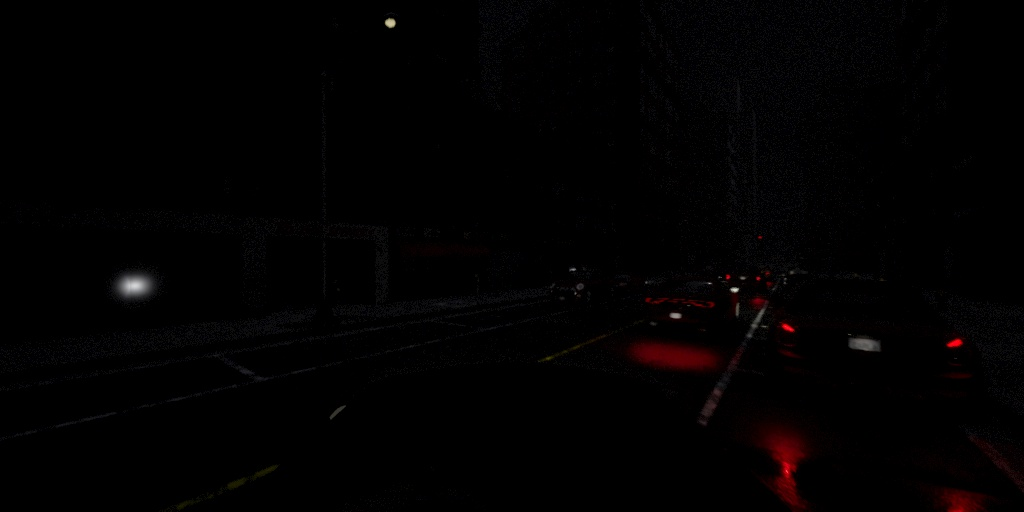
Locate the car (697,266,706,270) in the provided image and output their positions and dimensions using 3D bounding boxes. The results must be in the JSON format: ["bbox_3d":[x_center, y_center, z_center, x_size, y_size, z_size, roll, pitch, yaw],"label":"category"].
[{"bbox_3d":[23.984,1.863,44.110,1.888,1.381,4.507,0,0,38],"label":"car"}]

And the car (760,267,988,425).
[{"bbox_3d":[5.799,1.174,6.263,2.097,1.767,4.553,0,-1,38],"label":"car"}]

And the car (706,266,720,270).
[{"bbox_3d":[21.691,1.829,36.872,1.895,1.301,4.718,0,-1,38],"label":"car"}]

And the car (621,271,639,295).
[{"bbox_3d":[6.894,1.597,22.022,1.802,1.307,4.207,0,0,38],"label":"car"}]

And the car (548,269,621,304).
[{"bbox_3d":[3.476,1.392,17.604,1.967,1.591,4.097,0,0,38],"label":"car"}]

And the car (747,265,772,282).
[{"bbox_3d":[25.460,1.692,36.761,1.801,1.575,5.366,0,-1,38],"label":"car"}]

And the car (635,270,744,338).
[{"bbox_3d":[5.611,1.355,10.943,1.882,1.535,5.008,0,-1,38],"label":"car"}]

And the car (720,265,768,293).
[{"bbox_3d":[15.384,1.407,23.575,2.097,1.767,4.553,0,-1,38],"label":"car"}]
